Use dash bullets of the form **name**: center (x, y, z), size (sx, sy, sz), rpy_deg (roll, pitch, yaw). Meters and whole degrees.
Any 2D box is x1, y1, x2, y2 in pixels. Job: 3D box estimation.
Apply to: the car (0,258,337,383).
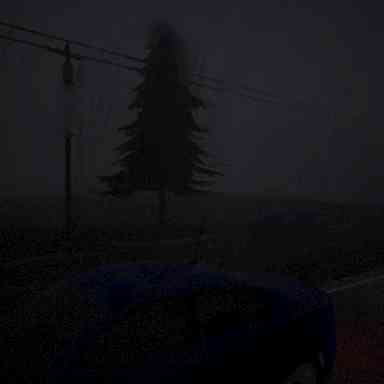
- **car**: center (-0.659, 1.490, 3.156), size (5.008, 1.535, 1.882), rpy_deg (1, 0, -36)
